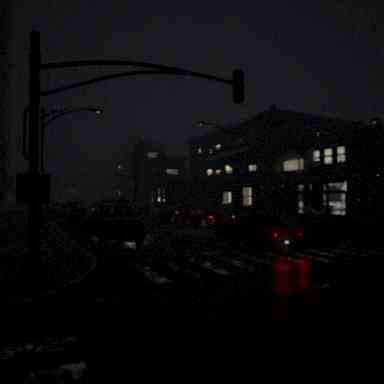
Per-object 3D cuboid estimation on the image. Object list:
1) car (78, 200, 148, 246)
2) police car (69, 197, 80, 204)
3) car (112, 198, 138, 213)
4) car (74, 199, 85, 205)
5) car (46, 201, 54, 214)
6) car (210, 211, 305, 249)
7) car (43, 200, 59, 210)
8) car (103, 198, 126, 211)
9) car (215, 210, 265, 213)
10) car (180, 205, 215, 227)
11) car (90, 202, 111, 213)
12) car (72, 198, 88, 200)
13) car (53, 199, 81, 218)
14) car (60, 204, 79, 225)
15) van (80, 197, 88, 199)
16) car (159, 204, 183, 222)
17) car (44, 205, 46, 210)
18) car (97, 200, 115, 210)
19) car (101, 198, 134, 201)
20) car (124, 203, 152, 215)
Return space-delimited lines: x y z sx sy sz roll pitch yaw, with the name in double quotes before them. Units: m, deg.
"car" -3.906 1.479 16.383 2.192 1.841 5.009 2 -1 -27
"police car" -31.418 2.286 88.978 1.930 1.638 5.238 1 -1 -27
"car" -9.114 1.816 44.879 2.192 1.841 5.009 2 -1 -27
"car" -26.848 2.352 79.417 1.947 1.339 4.313 2 -1 -27
"car" -16.575 1.981 41.048 1.802 1.307 4.206 2 -1 -27
"car" 2.957 1.801 15.748 1.895 1.301 4.718 1 -1 -26
"car" -21.639 2.030 50.919 1.887 1.381 4.507 2 -1 -27
"car" -11.647 1.860 49.816 2.192 1.841 5.009 2 -1 -27
"car" 3.545 1.810 20.204 1.887 1.381 4.507 2 -1 -27
"car" 1.012 1.896 25.137 1.802 1.307 4.206 2 -1 -27
"car" -12.709 2.091 46.063 1.895 1.301 4.718 1 -1 -27
"car" -16.563 1.965 46.855 2.128 1.511 4.902 1 -1 -27
"car" -11.507 1.748 31.183 1.967 1.590 4.097 2 -1 -27
"car" -8.977 1.842 26.247 1.802 1.307 4.206 2 -1 -27
"van" -24.311 2.089 74.487 1.690 1.788 3.998 2 -1 -27
"car" -1.520 1.802 30.076 1.967 1.590 4.097 2 -1 -27
"car" -19.108 2.025 45.985 1.802 1.307 4.206 2 -1 -27
"car" -14.262 2.114 54.898 1.752 1.417 4.829 2 -1 -27
"car" -5.935 1.498 25.981 2.150 2.045 5.566 1 -1 -27
"car" -6.586 2.006 39.942 2.008 1.369 4.403 2 -1 -27
